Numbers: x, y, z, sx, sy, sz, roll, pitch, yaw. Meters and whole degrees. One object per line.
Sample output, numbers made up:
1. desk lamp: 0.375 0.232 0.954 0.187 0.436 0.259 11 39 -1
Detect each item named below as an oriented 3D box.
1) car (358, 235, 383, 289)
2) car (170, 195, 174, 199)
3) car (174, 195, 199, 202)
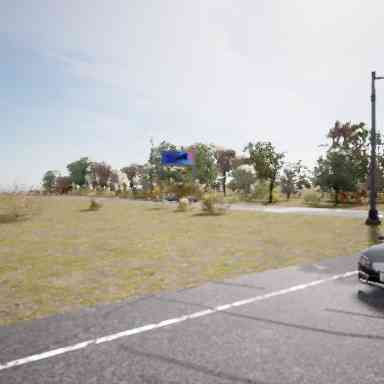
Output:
1. car: 5.986 1.484 8.150 4.902 1.511 2.128 0 0 -36
2. car: -4.776 1.256 69.147 1.837 1.490 4.892 0 0 -34
3. car: -0.779 1.418 63.236 2.033 1.411 5.357 0 0 -33
